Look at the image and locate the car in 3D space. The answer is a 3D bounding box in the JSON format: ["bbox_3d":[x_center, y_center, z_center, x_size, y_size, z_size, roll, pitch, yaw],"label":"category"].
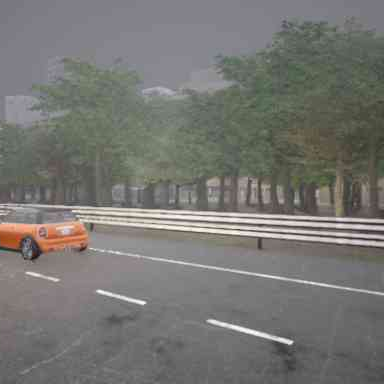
[{"bbox_3d":[-5.993,1.354,12.457,4.553,1.767,2.097,0,0,36],"label":"car"}]
